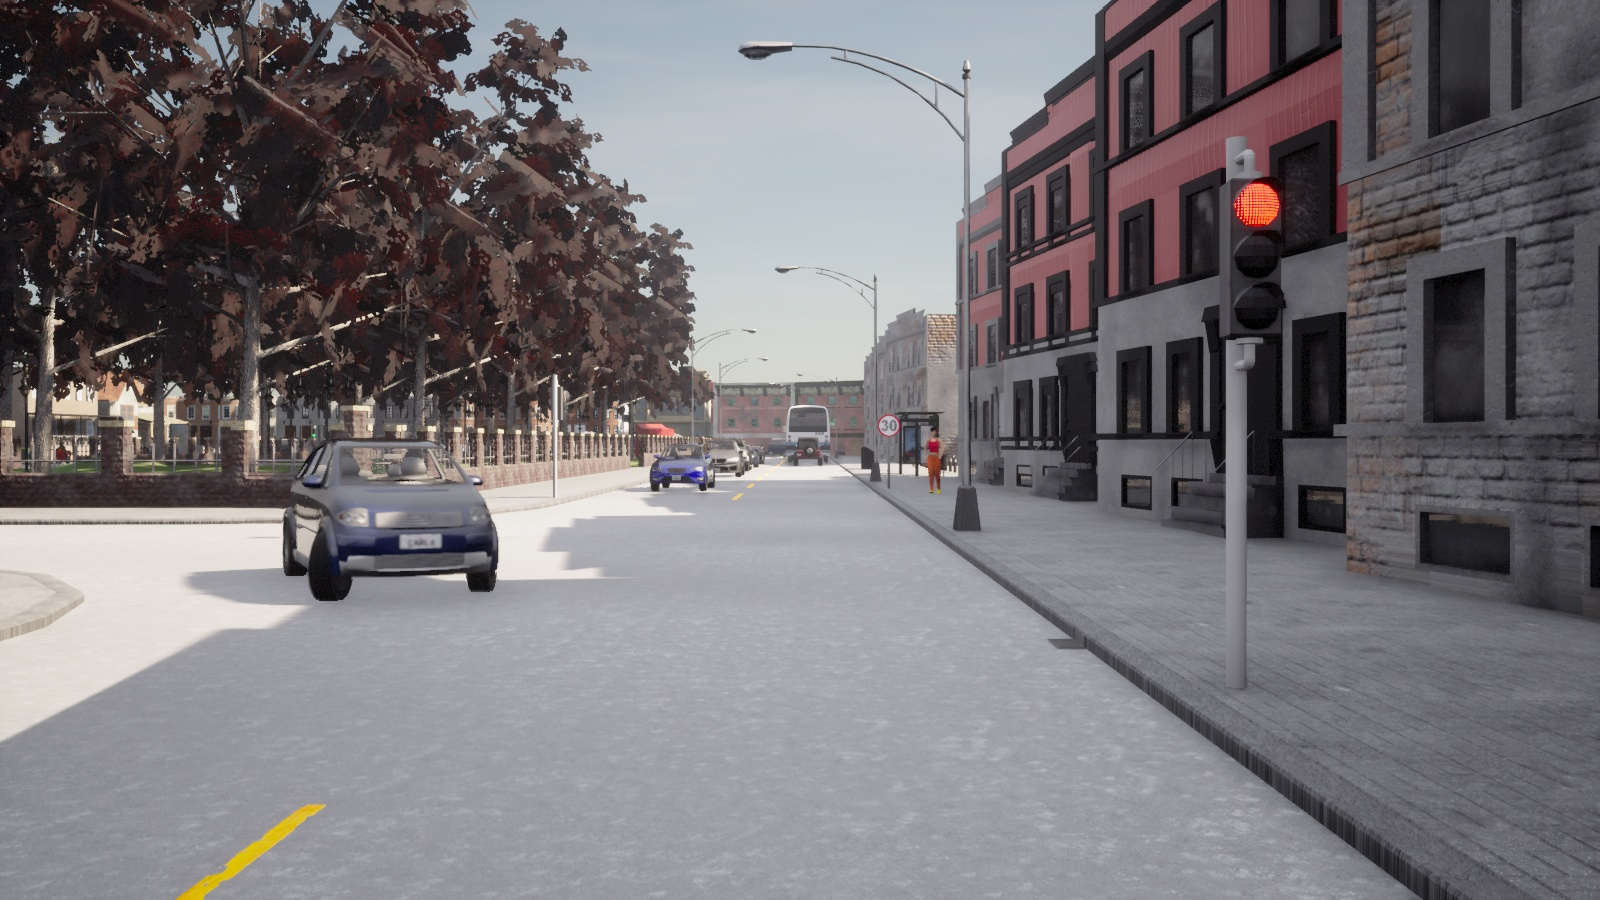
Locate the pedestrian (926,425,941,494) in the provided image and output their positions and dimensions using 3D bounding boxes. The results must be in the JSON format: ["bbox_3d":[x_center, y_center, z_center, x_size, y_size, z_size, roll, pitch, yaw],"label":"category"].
[{"bbox_3d":[3.601,0.260,33.821,0.345,1.836,0.594,0,0,12],"label":"pedestrian"}]

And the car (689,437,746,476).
[{"bbox_3d":[-3.627,0.270,56.252,2.242,1.667,4.611,0,0,0],"label":"car"}]

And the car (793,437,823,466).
[{"bbox_3d":[0.537,0.079,82.080,1.905,1.878,3.866,0,0,0],"label":"car"}]

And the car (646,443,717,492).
[{"bbox_3d":[-3.717,0.530,40.145,1.816,1.474,4.193,0,0,1],"label":"car"}]

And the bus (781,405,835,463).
[{"bbox_3d":[0.615,-1.178,97.130,3.944,4.253,10.273,0,0,0],"label":"bus"}]

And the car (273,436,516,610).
[{"bbox_3d":[-4.390,0.646,13.234,1.789,1.549,3.705,1,0,-28],"label":"car"}]

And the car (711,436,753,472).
[{"bbox_3d":[-3.560,0.187,66.136,1.932,1.855,4.605,0,0,1],"label":"car"}]
